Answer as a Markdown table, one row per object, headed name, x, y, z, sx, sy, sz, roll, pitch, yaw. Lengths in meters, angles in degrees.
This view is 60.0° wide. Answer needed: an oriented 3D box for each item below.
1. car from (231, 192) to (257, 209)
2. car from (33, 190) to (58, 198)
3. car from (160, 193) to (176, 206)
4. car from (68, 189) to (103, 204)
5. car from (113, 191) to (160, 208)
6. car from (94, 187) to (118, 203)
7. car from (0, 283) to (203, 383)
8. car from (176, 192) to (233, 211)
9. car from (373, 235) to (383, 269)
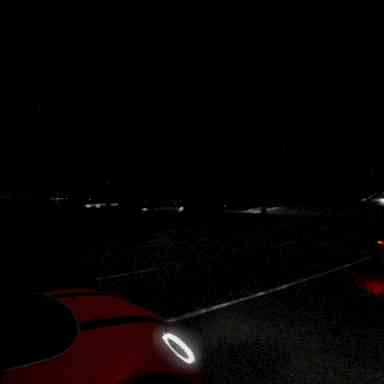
| name | x | y | z | sx | sy | sz | roll | pitch | yaw |
| --- | --- | --- | --- | --- | --- | --- | --- | --- | --- |
| car | 4.578 | 0.794 | 35.630 | 4.553 | 1.767 | 2.097 | 0 | 2 | 34 |
| car | -24.718 | 0.254 | 56.303 | 4.718 | 1.301 | 1.895 | 3 | 4 | 35 |
| car | -2.642 | 0.910 | 40.687 | 4.892 | 1.490 | 1.837 | 1 | 3 | 35 |
| car | -14.708 | 0.772 | 44.899 | 4.892 | 1.490 | 1.837 | 2 | 4 | 35 |
| car | -6.572 | 0.982 | 39.174 | 5.008 | 1.535 | 1.882 | 1 | 3 | 35 |
| car | -11.765 | 0.393 | 47.093 | 5.566 | 2.045 | 2.150 | 2 | 3 | 35 |
| car | -2.092 | 1.354 | 2.450 | 4.553 | 1.767 | 2.097 | 0 | 0 | -36 |
| car | 1.210 | 1.068 | 33.701 | 4.902 | 1.511 | 2.128 | 0 | 2 | 35 |
| car | 7.039 | 1.459 | 9.792 | 4.181 | 1.385 | 1.994 | -2 | 1 | -41 |
